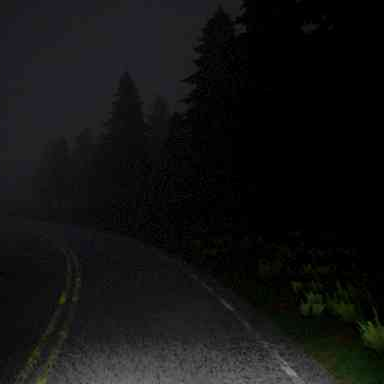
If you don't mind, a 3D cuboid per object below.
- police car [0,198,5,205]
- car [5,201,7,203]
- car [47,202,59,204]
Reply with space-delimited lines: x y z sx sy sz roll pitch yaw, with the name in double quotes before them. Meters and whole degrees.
"police car" -21.095 1.406 33.955 1.930 1.638 5.238 4 -2 -42
"car" -27.804 1.377 47.030 1.801 1.575 5.366 0 -1 -13
"car" -27.079 2.636 65.253 2.033 1.411 5.357 -3 -8 23
